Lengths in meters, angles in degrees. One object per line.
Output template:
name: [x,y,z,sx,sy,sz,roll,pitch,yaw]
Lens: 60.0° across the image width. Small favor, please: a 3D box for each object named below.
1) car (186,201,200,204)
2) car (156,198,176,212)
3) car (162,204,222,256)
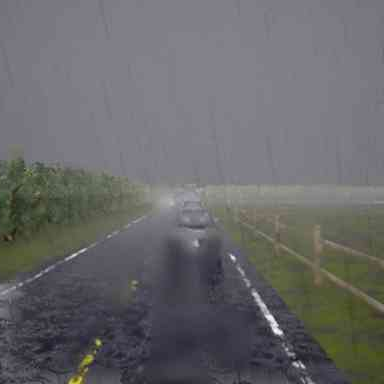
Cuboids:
car: [0.086,1.484,28.805,1.994,1.385,4.181,0,0,0]
car: [-2.837,1.418,37.695,1.812,1.442,4.674,0,0,0]
car: [0.084,1.458,12.996,2.128,1.511,4.902,0,0,0]
